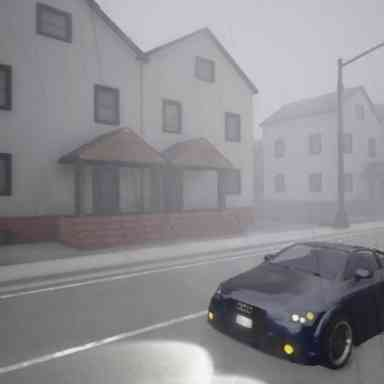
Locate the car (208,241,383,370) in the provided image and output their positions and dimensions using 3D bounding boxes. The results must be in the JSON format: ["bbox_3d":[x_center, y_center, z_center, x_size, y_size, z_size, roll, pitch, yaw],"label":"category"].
[{"bbox_3d":[2.292,1.598,5.802,4.181,1.385,1.994,0,0,-38],"label":"car"}]
